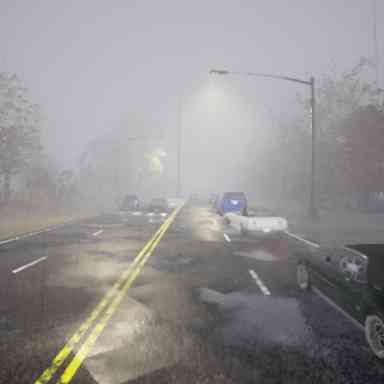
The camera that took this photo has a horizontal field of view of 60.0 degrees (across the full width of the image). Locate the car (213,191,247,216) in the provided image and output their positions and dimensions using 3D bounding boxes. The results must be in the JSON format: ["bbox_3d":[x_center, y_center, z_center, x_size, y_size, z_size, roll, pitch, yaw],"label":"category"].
[{"bbox_3d":[3.233,0.945,27.577,2.150,2.045,5.566,0,0,0],"label":"car"}]

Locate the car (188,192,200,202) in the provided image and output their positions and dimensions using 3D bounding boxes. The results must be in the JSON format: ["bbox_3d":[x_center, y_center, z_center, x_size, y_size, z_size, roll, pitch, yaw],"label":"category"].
[{"bbox_3d":[0.305,0.956,59.301,2.033,1.411,5.357,0,2,1],"label":"car"}]

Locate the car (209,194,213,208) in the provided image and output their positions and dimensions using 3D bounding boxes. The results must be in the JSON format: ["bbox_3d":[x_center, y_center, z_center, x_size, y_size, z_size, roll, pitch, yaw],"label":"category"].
[{"bbox_3d":[3.277,1.148,38.513,1.812,1.442,4.674,0,0,0],"label":"car"}]

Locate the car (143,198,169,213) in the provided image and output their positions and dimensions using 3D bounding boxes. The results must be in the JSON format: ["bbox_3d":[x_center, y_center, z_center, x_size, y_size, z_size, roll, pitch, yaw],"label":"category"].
[{"bbox_3d":[-3.345,1.269,33.761,2.033,1.411,5.357,0,1,0],"label":"car"}]

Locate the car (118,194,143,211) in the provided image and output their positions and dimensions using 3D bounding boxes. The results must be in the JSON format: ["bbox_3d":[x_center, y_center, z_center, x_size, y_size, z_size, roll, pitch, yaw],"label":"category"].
[{"bbox_3d":[-6.572,1.067,36.275,2.097,1.767,4.553,0,0,0],"label":"car"}]

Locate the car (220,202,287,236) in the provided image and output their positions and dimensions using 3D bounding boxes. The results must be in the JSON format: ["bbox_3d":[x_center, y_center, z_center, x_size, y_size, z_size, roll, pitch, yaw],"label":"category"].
[{"bbox_3d":[3.042,1.401,17.042,1.895,1.301,4.718,1,0,-8],"label":"car"}]

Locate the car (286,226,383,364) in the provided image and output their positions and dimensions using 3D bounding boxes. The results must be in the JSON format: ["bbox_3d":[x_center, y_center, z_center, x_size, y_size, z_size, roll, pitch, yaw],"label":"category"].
[{"bbox_3d":[3.252,1.503,5.583,1.895,1.301,4.718,1,0,0],"label":"car"}]

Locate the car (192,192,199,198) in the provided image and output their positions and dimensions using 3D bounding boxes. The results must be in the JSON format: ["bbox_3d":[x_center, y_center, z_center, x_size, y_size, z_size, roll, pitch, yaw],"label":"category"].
[{"bbox_3d":[0.911,0.660,82.404,1.812,1.442,4.674,0,1,2],"label":"car"}]
